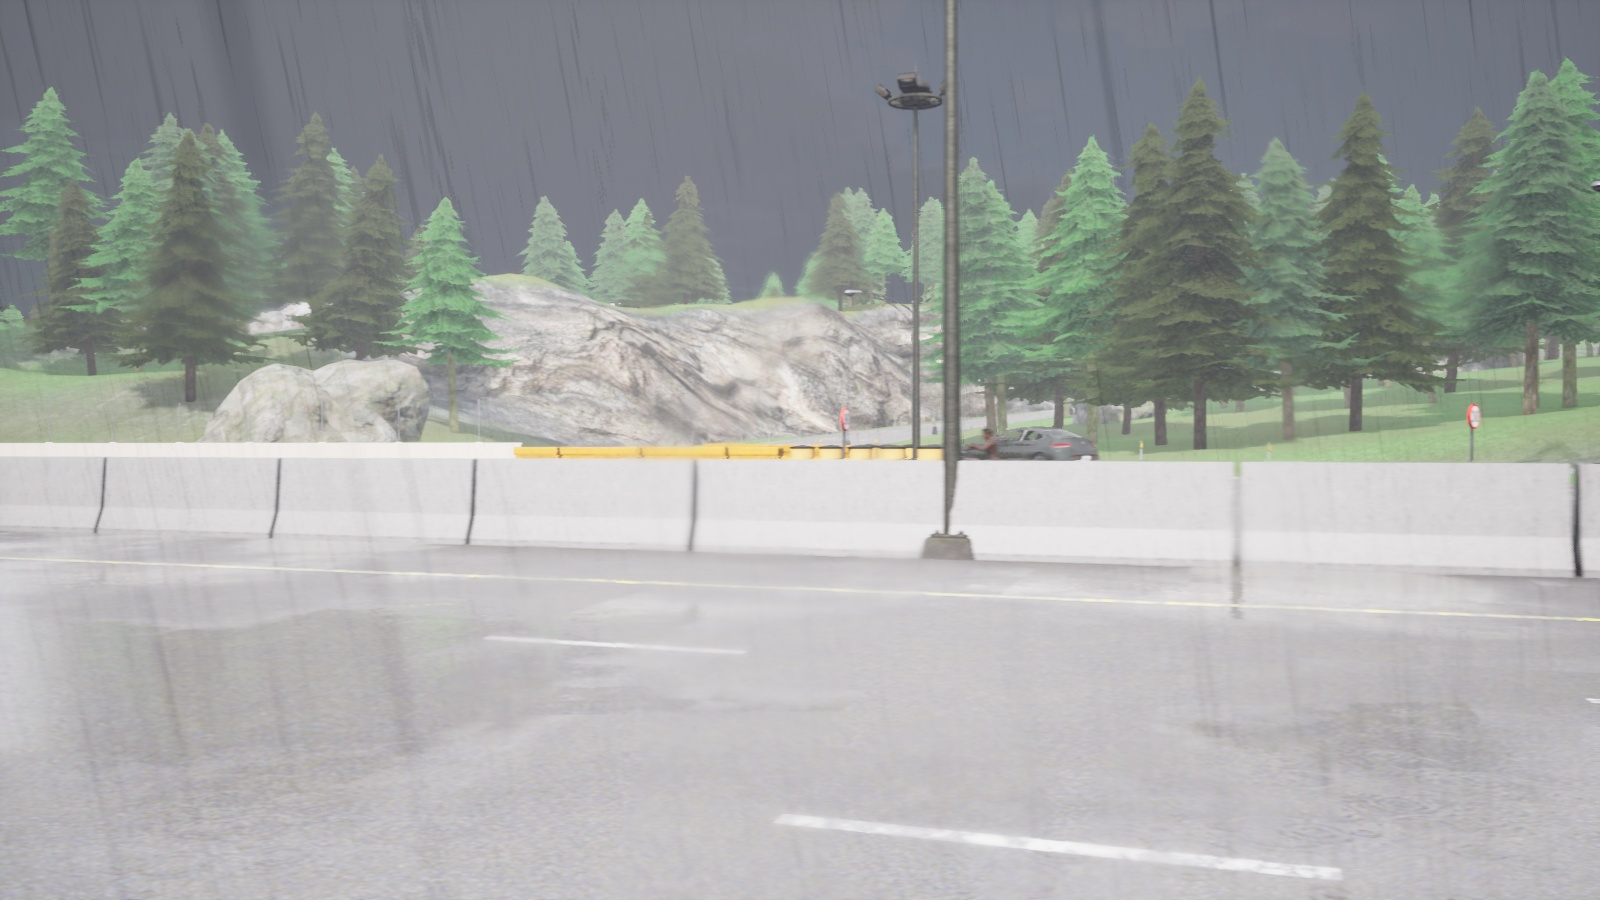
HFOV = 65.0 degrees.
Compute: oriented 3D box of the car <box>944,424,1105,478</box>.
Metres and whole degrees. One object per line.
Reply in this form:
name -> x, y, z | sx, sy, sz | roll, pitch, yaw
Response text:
car -> 7.211, -0.022, 40.847 | 2.152, 1.651, 5.027 | -1, 1, -38
